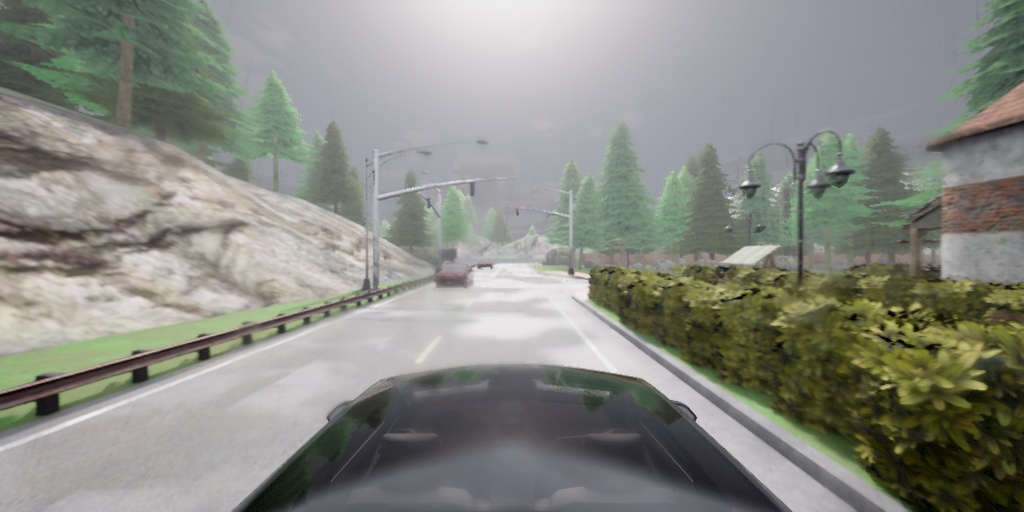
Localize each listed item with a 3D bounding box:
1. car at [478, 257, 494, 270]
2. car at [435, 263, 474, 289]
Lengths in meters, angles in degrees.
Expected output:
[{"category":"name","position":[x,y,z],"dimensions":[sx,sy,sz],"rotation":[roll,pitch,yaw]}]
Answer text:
[{"category":"car","position":[-3.505,0.942,48.549],"dimensions":[1.882,1.535,5.008],"rotation":[0,1,0]},{"category":"car","position":[-3.481,1.186,22.374],"dimensions":[1.882,1.535,5.008],"rotation":[0,1,0]}]
